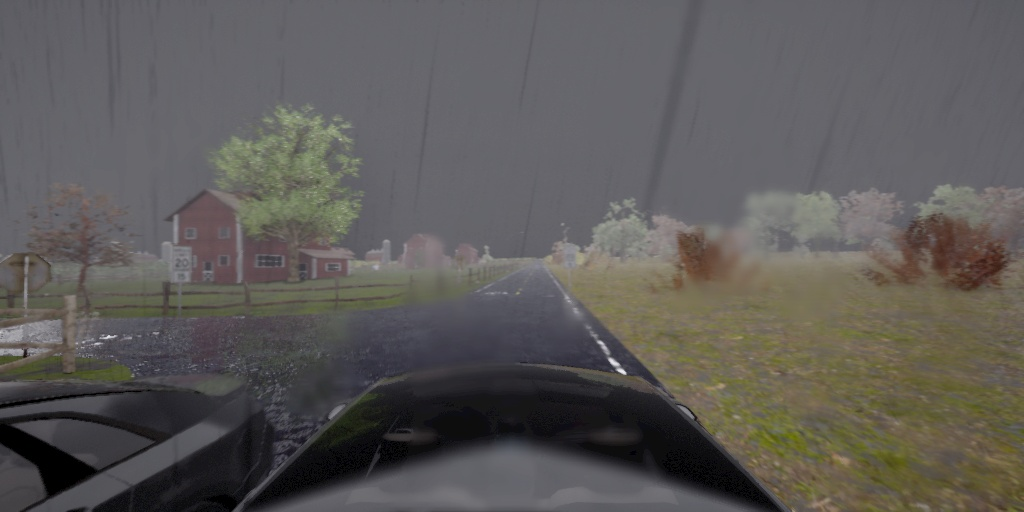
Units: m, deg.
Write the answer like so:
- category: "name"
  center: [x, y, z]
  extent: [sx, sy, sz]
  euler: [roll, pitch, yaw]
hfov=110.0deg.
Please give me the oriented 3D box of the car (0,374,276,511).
- category: "car"
  center: [-2.686, 1.283, 0.497]
  extent: [1.837, 1.490, 4.892]
  euler: [-1, -1, 4]
